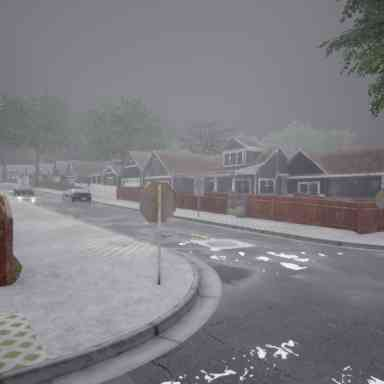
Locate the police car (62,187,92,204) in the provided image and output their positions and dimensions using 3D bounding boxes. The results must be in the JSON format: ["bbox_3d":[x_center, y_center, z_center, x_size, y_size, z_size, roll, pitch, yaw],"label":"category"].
[{"bbox_3d":[-11.896,0.294,34.167,1.930,1.638,5.238,1,2,-35],"label":"police car"}]

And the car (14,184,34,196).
[{"bbox_3d":[-22.414,-0.314,44.252,1.882,1.535,5.008,1,2,-35],"label":"car"}]
